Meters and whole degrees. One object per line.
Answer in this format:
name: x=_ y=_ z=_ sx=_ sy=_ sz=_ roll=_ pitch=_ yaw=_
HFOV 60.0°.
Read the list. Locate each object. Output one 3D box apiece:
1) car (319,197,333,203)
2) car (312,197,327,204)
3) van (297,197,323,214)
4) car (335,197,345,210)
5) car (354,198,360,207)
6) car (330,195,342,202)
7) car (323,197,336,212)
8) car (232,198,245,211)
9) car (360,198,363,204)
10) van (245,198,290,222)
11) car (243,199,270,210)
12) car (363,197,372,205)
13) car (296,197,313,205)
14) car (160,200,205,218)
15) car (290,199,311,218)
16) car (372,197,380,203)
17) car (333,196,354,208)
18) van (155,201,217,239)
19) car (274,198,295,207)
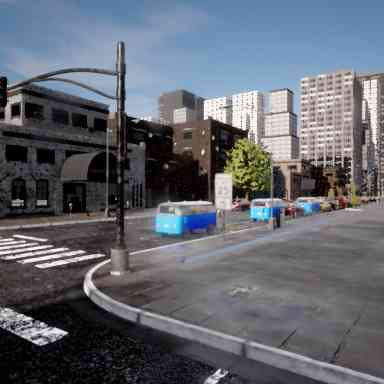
car: x=30.935 y=1.793 z=76.798 sx=1.947 sy=1.339 sz=4.313 roll=0 pitch=0 yaw=35
car: x=27.674 y=1.729 z=72.134 sx=1.752 sy=1.417 sz=4.829 roll=0 pitch=0 yaw=35
van: x=12.477 y=1.469 z=35.781 sx=1.690 sy=1.788 sz=3.998 roll=0 pitch=0 yaw=35
car: x=18.805 y=1.730 z=44.831 sx=1.947 sy=1.339 sz=4.313 roll=0 pitch=0 yaw=35
car: x=25.136 y=1.517 z=53.882 sx=2.192 sy=1.841 sz=5.009 roll=0 pitch=0 yaw=35
car: x=37.265 y=1.713 z=85.848 sx=1.967 sy=1.590 sz=4.097 roll=0 pitch=0 yaw=35
car: x=15.738 y=1.671 z=40.446 sx=1.752 sy=1.417 sz=4.829 roll=0 pitch=0 yaw=35
car: x=5.620 y=1.507 z=40.600 sx=1.967 sy=1.590 sz=4.097 roll=0 pitch=0 yaw=35
car: x=28.397 y=1.749 z=58.546 sx=1.752 sy=1.417 sz=4.829 roll=0 pitch=0 yaw=35
van: x=6.148 y=1.436 z=26.732 sx=1.690 sy=1.788 sz=3.998 roll=0 pitch=0 yaw=35
car: x=8.784 y=1.629 z=45.125 sx=1.887 sy=1.381 sz=4.507 roll=0 pitch=0 yaw=35
car: x=34.628 y=1.810 z=67.456 sx=1.887 sy=1.381 sz=4.507 roll=0 pitch=0 yaw=35
car: x=21.442 y=1.706 z=63.223 sx=1.887 sy=1.381 sz=4.507 roll=0 pitch=0 yaw=35
car: x=-0.808 y=1.559 z=31.410 sx=1.752 sy=1.417 sz=4.829 roll=0 pitch=0 yaw=35
car: x=9.311 y=1.656 z=31.256 sx=1.887 sy=1.381 sz=4.507 roll=0 pitch=0 yaw=35
car: x=44.123 y=1.900 z=81.031 sx=1.947 sy=1.339 sz=4.313 roll=0 pitch=0 yaw=35
car: x=21.971 y=1.498 z=49.357 sx=2.192 sy=1.841 sz=5.009 roll=0 pitch=0 yaw=35
van: x=-0.182 y=1.407 z=17.682 sx=1.690 sy=1.788 sz=3.998 roll=0 pitch=0 yaw=35
car: x=15.113 y=1.666 z=54.174 sx=1.887 sy=1.381 sz=4.507 roll=0 pitch=0 yaw=35
